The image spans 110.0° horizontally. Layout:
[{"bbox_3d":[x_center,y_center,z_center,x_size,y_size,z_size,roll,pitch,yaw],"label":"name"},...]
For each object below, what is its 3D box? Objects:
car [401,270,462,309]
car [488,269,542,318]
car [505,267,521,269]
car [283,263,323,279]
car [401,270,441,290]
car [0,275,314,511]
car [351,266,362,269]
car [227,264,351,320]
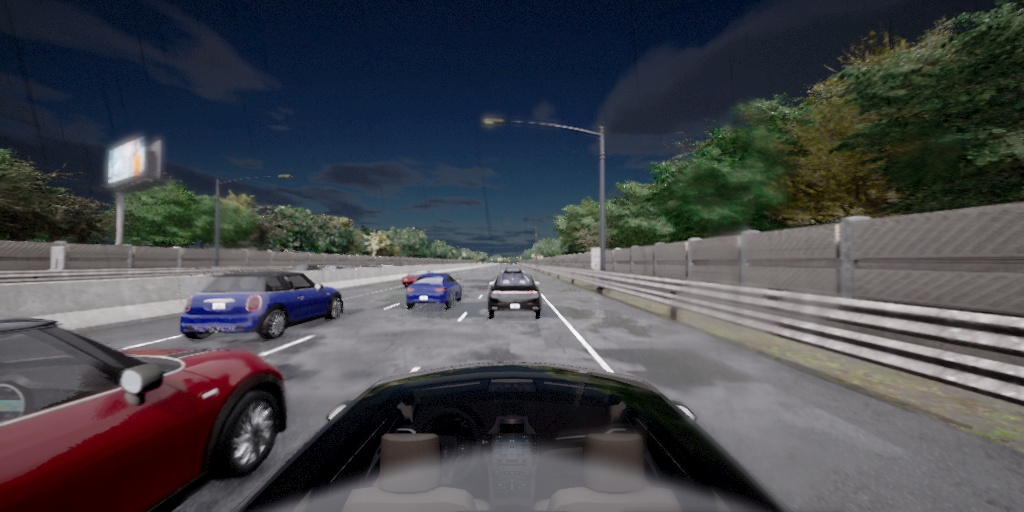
[{"bbox_3d":[-3.405,1.493,16.139,1.812,1.442,4.674,0,-1,0],"label":"car"},{"bbox_3d":[0.094,1.424,13.869,2.128,1.511,4.902,0,-1,0],"label":"car"},{"bbox_3d":[0.088,1.701,31.151,2.128,1.511,4.902,0,-1,0],"label":"car"},{"bbox_3d":[-24.602,1.752,42.374,2.097,1.767,4.553,0,-1,0],"label":"car"},{"bbox_3d":[-6.908,1.752,27.627,1.895,1.301,4.718,0,-1,0],"label":"car"},{"bbox_3d":[-3.404,1.104,1.921,2.097,1.767,4.553,0,-1,0],"label":"car"},{"bbox_3d":[-17.608,1.839,39.308,2.128,1.511,4.902,0,-1,0],"label":"car"},{"bbox_3d":[-6.907,1.233,10.583,2.097,1.767,4.553,0,-1,0],"label":"car"}]
